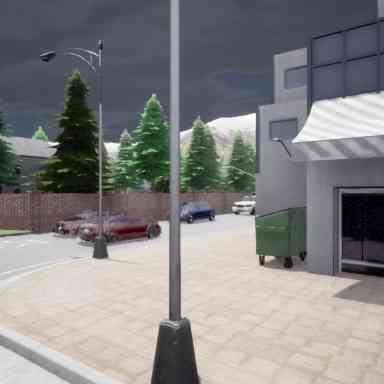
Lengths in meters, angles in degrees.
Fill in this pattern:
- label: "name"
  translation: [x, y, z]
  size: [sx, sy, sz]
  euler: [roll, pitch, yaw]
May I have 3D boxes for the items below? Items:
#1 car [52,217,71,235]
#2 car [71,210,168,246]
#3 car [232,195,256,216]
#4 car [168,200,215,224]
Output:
- label: "car"
  translation: [-5.827, 1.740, 19.270]
  size: [1.994, 1.385, 4.181]
  euler: [0, 0, 37]
- label: "car"
  translation: [-3.524, 1.740, 16.715]
  size: [1.994, 1.385, 4.181]
  euler: [0, 0, 40]
- label: "car"
  translation: [6.480, 1.396, 35.868]
  size: [2.150, 2.045, 5.566]
  euler: [0, 0, 36]
- label: "car"
  translation: [-0.040, 1.528, 27.085]
  size: [2.097, 1.767, 4.553]
  euler: [0, 0, 37]
